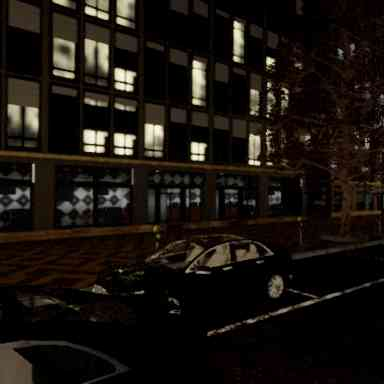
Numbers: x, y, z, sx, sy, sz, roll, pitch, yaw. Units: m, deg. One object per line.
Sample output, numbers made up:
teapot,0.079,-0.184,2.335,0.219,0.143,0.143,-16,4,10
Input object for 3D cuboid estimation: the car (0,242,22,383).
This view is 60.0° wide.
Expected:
car,-4.533,1.518,3.320,4.829,1.417,1.752,0,0,-36

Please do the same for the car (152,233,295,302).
car,0.236,1.568,6.730,4.403,1.369,2.008,0,0,-36

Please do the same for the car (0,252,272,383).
car,-2.038,1.489,1.924,4.902,1.511,2.128,0,0,-36
